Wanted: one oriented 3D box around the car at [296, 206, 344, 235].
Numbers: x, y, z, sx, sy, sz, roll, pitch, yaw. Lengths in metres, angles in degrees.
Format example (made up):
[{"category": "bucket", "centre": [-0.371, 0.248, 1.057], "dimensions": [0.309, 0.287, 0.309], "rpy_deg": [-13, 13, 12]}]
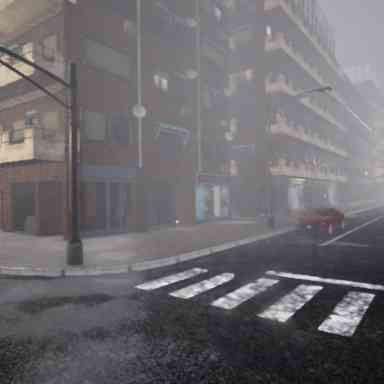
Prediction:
[{"category": "car", "centre": [7.201, 1.518, 18.536], "dimensions": [1.887, 1.381, 4.507], "rpy_deg": [-1, 0, 36]}]
